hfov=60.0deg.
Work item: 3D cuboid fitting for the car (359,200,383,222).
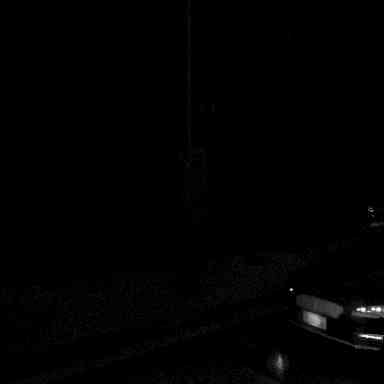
[{"bbox_3d":[11.944,1.194,25.099,2.097,1.767,4.553,0,1,-36],"label":"car"}]

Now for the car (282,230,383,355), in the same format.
[{"bbox_3d":[3.680,1.492,5.983,4.902,1.511,2.128,0,0,-35],"label":"car"}]
